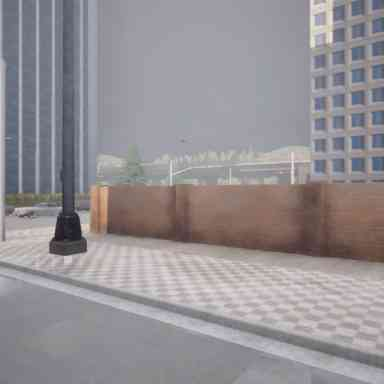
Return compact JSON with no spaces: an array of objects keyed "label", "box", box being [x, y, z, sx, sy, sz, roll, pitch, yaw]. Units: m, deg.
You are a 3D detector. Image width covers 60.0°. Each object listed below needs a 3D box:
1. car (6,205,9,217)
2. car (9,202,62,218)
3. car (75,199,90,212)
[{"label":"car","box":[-18.207,1.547,29.251,2.033,1.411,5.357,0,0,32]},{"label":"car","box":[-13.404,1.601,29.944,1.895,1.301,4.718,0,0,35]},{"label":"car","box":[-12.396,1.547,37.480,2.033,1.411,5.357,0,0,35]}]
